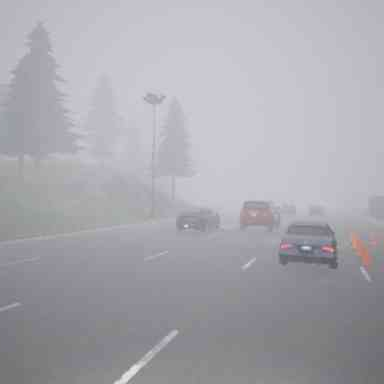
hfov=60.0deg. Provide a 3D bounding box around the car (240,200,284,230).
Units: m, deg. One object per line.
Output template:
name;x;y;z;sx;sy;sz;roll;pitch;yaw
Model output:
car;4.899;1.599;23.596;2.150;2.045;5.566;1;-1;21

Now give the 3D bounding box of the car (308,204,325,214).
car;16.247;2.329;43.430;1.812;1.442;4.674;1;-1;21

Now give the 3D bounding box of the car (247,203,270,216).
car;8.702;2.232;43.304;2.033;1.411;5.357;1;-1;21

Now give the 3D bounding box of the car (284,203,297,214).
car;12.826;2.253;44.285;2.128;1.511;4.902;1;-1;21

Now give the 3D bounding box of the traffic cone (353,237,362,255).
traffic cone;6.771;2.232;13.377;0.340;0.580;0.340;1;-1;21

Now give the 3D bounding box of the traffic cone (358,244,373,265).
traffic cone;6.055;2.197;11.510;0.340;0.580;0.340;1;-1;21

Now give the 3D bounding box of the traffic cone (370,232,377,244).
traffic cone;9.136;2.311;16.753;0.340;0.580;0.340;1;-1;21

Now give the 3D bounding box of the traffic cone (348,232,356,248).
traffic cone;7.486;2.267;15.244;0.340;0.580;0.340;1;-1;21

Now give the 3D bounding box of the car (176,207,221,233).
car;0.525;1.792;21.971;1.837;1.490;4.892;1;-1;21

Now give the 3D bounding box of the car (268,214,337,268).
car;4.334;1.773;12.348;2.033;1.411;5.357;1;-1;21
